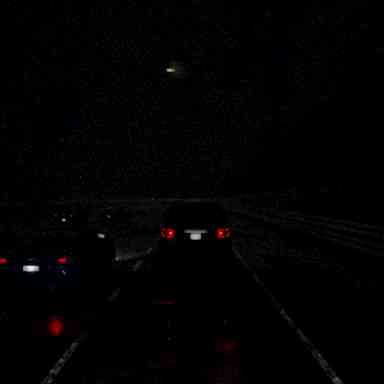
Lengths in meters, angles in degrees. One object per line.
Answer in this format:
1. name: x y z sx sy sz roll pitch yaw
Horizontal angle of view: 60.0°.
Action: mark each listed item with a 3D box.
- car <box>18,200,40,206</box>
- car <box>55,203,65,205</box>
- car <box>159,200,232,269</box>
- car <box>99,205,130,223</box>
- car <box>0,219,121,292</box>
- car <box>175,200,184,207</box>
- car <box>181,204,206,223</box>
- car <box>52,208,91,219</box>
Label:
1. car: -28.008 2.565 56.451 2.128 1.511 4.902 0 -1 1
2. car: -21.039 2.518 53.239 1.812 1.442 4.674 0 -1 0
3. car: 0.104 1.350 11.808 2.150 2.045 5.566 0 -1 0
4. car: -6.889 1.919 30.003 1.882 1.535 5.008 0 -1 0
5. car: -3.496 1.659 9.242 1.994 1.385 4.181 0 -1 0
6. car: -3.468 3.226 94.238 2.150 2.045 5.566 0 -2 0
7. car: 0.110 1.961 31.356 2.128 1.511 4.902 0 -1 0
8. car: -10.390 2.025 29.202 1.895 1.301 4.718 0 -1 0
